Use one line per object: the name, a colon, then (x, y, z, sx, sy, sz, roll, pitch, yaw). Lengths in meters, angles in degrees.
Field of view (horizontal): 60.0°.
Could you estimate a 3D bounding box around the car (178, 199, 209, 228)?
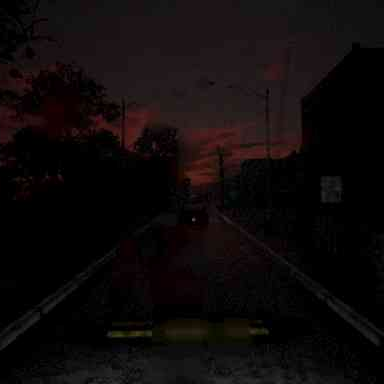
car: (0.094, 1.501, 22.416, 1.882, 1.535, 5.008, 0, 0, 0)
